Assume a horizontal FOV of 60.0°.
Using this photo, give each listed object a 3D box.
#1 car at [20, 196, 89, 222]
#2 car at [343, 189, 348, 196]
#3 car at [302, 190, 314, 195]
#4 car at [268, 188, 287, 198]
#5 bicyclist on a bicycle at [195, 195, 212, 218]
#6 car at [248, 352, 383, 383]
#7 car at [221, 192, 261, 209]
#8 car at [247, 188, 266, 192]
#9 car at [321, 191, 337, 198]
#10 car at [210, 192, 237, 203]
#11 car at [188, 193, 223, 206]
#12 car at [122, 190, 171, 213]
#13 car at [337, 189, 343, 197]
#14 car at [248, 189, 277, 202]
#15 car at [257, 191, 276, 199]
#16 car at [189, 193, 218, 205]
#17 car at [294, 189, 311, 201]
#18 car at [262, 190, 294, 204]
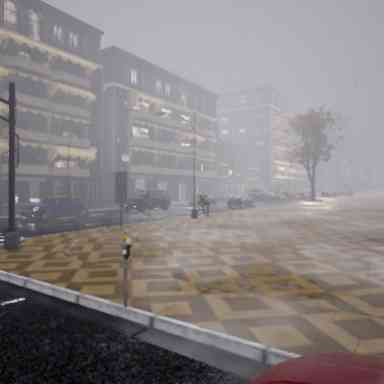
[{"bbox_3d":[-9.830,1.091,23.957,2.097,1.767,4.553,1,1,37],"label":"car"},{"bbox_3d":[37.000,0.081,81.449,1.967,1.590,4.097,2,2,35],"label":"car"},{"bbox_3d":[30.108,0.116,86.220,1.887,1.381,4.507,2,2,35],"label":"car"},{"bbox_3d":[17.436,0.227,67.897,2.192,1.841,5.009,2,2,35],"label":"car"},{"bbox_3d":[0.747,1.017,23.900,1.656,1.620,0.582,0,1,35],"label":"bicyclist on a bicycle"},{"bbox_3d":[2.212,1.545,1.287,4.507,1.381,1.887,0,0,35],"label":"car"},{"bbox_3d":[5.310,1.051,35.658,2.008,1.369,4.403,2,2,35],"label":"car"},{"bbox_3d":[10.174,0.398,52.703,2.150,2.045,5.566,1,1,35],"label":"car"},{"bbox_3d":[27.493,0.447,67.715,2.008,1.369,4.403,2,2,35],"label":"car"},{"bbox_3d":[4.757,0.808,49.585,2.008,1.369,4.403,2,2,35],"label":"car"},{"bbox_3d":[1.449,0.953,40.256,1.812,1.442,4.674,1,1,35],"label":"car"},{"bbox_3d":[-4.330,0.809,31.909,2.150,2.045,5.566,1,1,35],"label":"car"},{"bbox_3d":[30.661,0.362,72.293,2.008,1.369,4.403,2,2,35],"label":"car"},{"bbox_3d":[10.177,0.762,47.350,1.882,1.535,5.008,1,1,35],"label":"car"},{"bbox_3d":[14.167,0.526,63.183,1.752,1.417,4.829,2,2,35],"label":"car"},{"bbox_3d":[1.588,0.909,45.006,1.947,1.339,4.313,2,2,35],"label":"car"},{"bbox_3d":[18.083,0.676,54.115,1.752,1.417,4.829,2,2,35],"label":"car"},{"bbox_3d":[11.648,0.877,44.817,2.008,1.369,4.403,2,2,35],"label":"car"}]
